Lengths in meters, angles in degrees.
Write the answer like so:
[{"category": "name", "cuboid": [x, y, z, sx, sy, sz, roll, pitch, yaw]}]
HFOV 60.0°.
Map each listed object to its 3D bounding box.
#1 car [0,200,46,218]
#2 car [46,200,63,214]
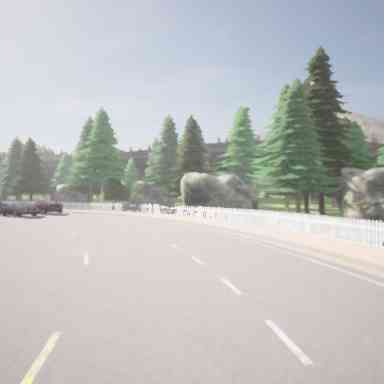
[{"category": "car", "cuboid": [-16.954, 1.710, 32.748, 5.357, 1.411, 2.033, -1, 0, 39]}, {"category": "car", "cuboid": [-16.101, 1.630, 36.434, 5.008, 1.535, 1.882, -1, 0, 39]}]
